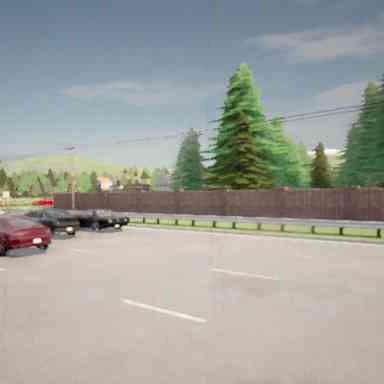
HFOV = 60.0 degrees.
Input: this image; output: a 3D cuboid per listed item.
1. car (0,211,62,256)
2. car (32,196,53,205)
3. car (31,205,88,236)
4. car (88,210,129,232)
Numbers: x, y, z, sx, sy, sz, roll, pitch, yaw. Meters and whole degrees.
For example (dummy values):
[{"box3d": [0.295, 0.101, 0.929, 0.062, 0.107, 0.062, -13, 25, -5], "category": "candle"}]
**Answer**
[{"box3d": [-7.647, 1.679, 13.743, 4.674, 1.442, 1.812, -1, 0, 35], "category": "car"}, {"box3d": [-25.586, 1.823, 59.496, 5.566, 2.045, 2.150, 0, 0, -27], "category": "car"}, {"box3d": [-8.248, 1.693, 18.469, 4.892, 1.490, 1.837, -1, -1, 35], "category": "car"}, {"box3d": [-6.330, 1.791, 21.400, 4.718, 1.301, 1.895, -1, 0, 35], "category": "car"}]
